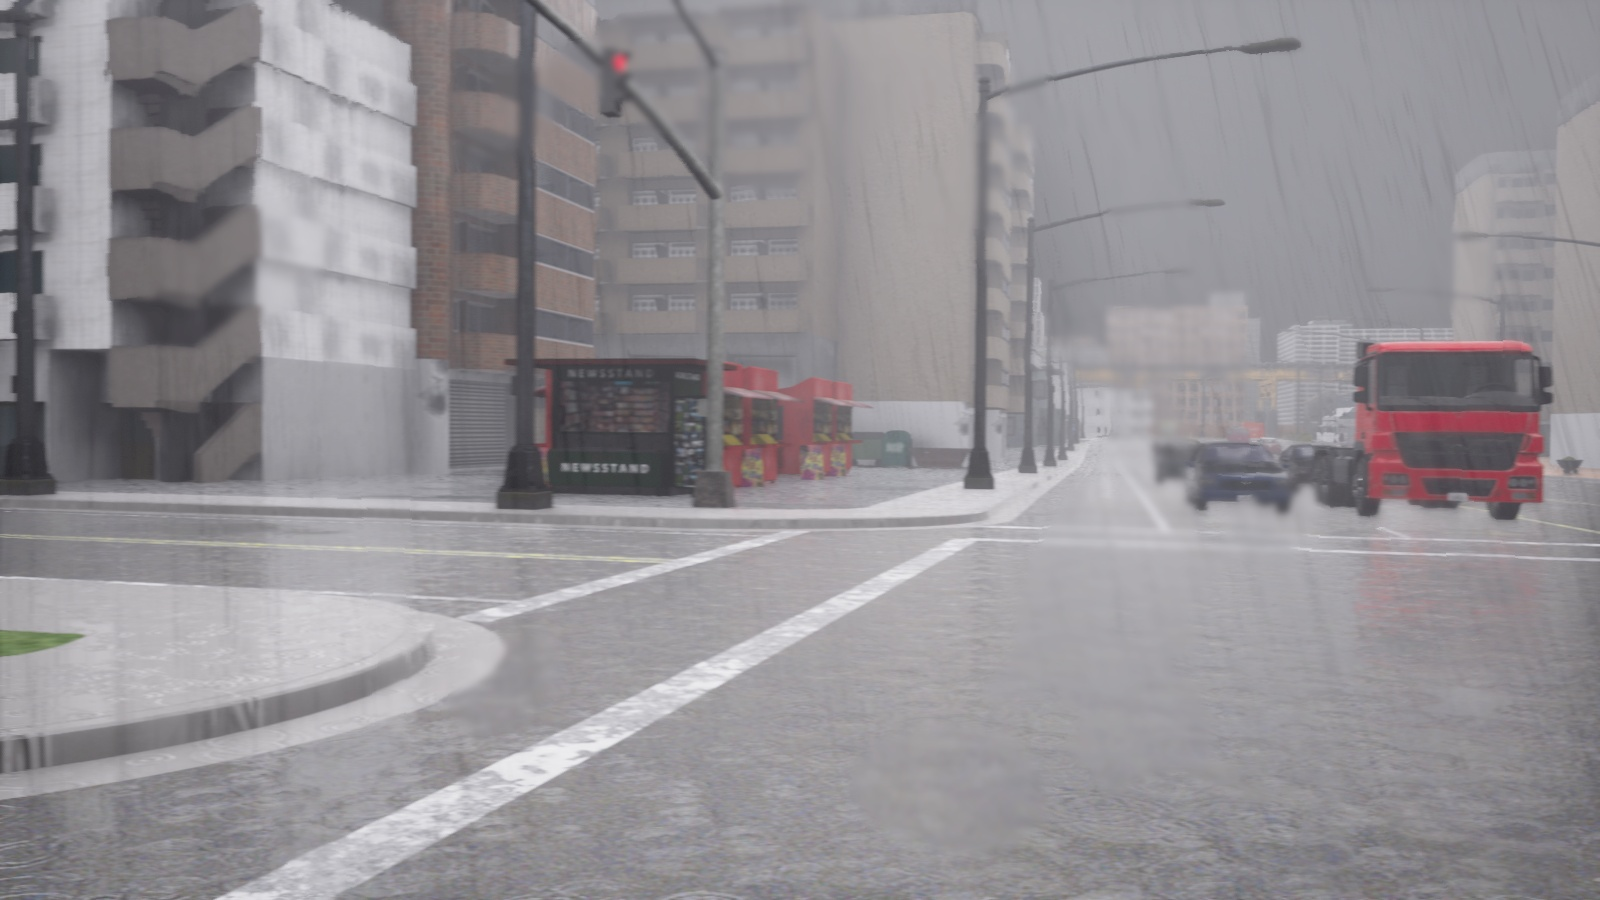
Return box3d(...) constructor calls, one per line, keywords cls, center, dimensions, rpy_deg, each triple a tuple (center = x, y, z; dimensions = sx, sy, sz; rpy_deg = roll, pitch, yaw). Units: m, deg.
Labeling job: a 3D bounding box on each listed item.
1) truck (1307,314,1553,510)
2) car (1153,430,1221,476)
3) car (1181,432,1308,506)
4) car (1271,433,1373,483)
box3d(cls="truck", center=(12.841, -0.710, 26.398), dimensions=(2.891, 3.462, 7.936), rpy_deg=(0, 1, 14))
box3d(cls="car", center=(13.572, 0.100, 44.202), dimensions=(2.007, 1.525, 4.514), rpy_deg=(0, 0, 14))
box3d(cls="car", center=(9.368, 0.344, 26.890), dimensions=(2.033, 1.411, 5.357), rpy_deg=(0, 1, 14))
box3d(cls="car", center=(15.667, 0.211, 37.998), dimensions=(2.033, 1.411, 5.357), rpy_deg=(-1, 0, 14))
